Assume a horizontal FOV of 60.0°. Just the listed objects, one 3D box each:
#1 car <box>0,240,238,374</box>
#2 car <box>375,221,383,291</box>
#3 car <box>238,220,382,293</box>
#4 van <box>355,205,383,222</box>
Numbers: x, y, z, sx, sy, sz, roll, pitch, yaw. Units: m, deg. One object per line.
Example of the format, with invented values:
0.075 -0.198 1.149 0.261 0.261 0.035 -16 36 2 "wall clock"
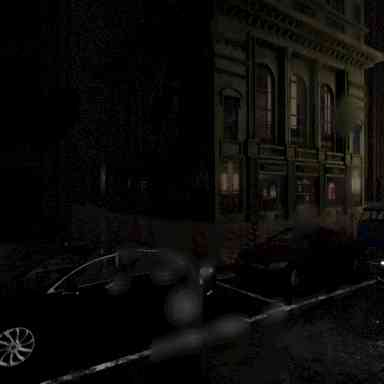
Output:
-1.590 1.551 5.522 4.403 1.369 2.008 0 0 -36 "car"
6.119 1.492 7.638 4.902 1.511 2.128 0 0 -36 "car"
2.995 1.582 8.803 4.206 1.307 1.802 0 0 -36 "car"
7.578 1.342 12.084 3.998 1.788 1.690 0 0 -36 "van"
